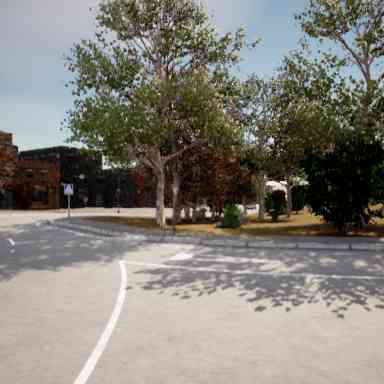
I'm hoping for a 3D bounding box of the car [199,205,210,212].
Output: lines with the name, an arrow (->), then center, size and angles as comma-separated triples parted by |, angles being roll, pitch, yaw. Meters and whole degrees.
car -> 3.885, 4.686, 93.762 | 2.435, 2.045, 5.566 | 0, -2, 26
